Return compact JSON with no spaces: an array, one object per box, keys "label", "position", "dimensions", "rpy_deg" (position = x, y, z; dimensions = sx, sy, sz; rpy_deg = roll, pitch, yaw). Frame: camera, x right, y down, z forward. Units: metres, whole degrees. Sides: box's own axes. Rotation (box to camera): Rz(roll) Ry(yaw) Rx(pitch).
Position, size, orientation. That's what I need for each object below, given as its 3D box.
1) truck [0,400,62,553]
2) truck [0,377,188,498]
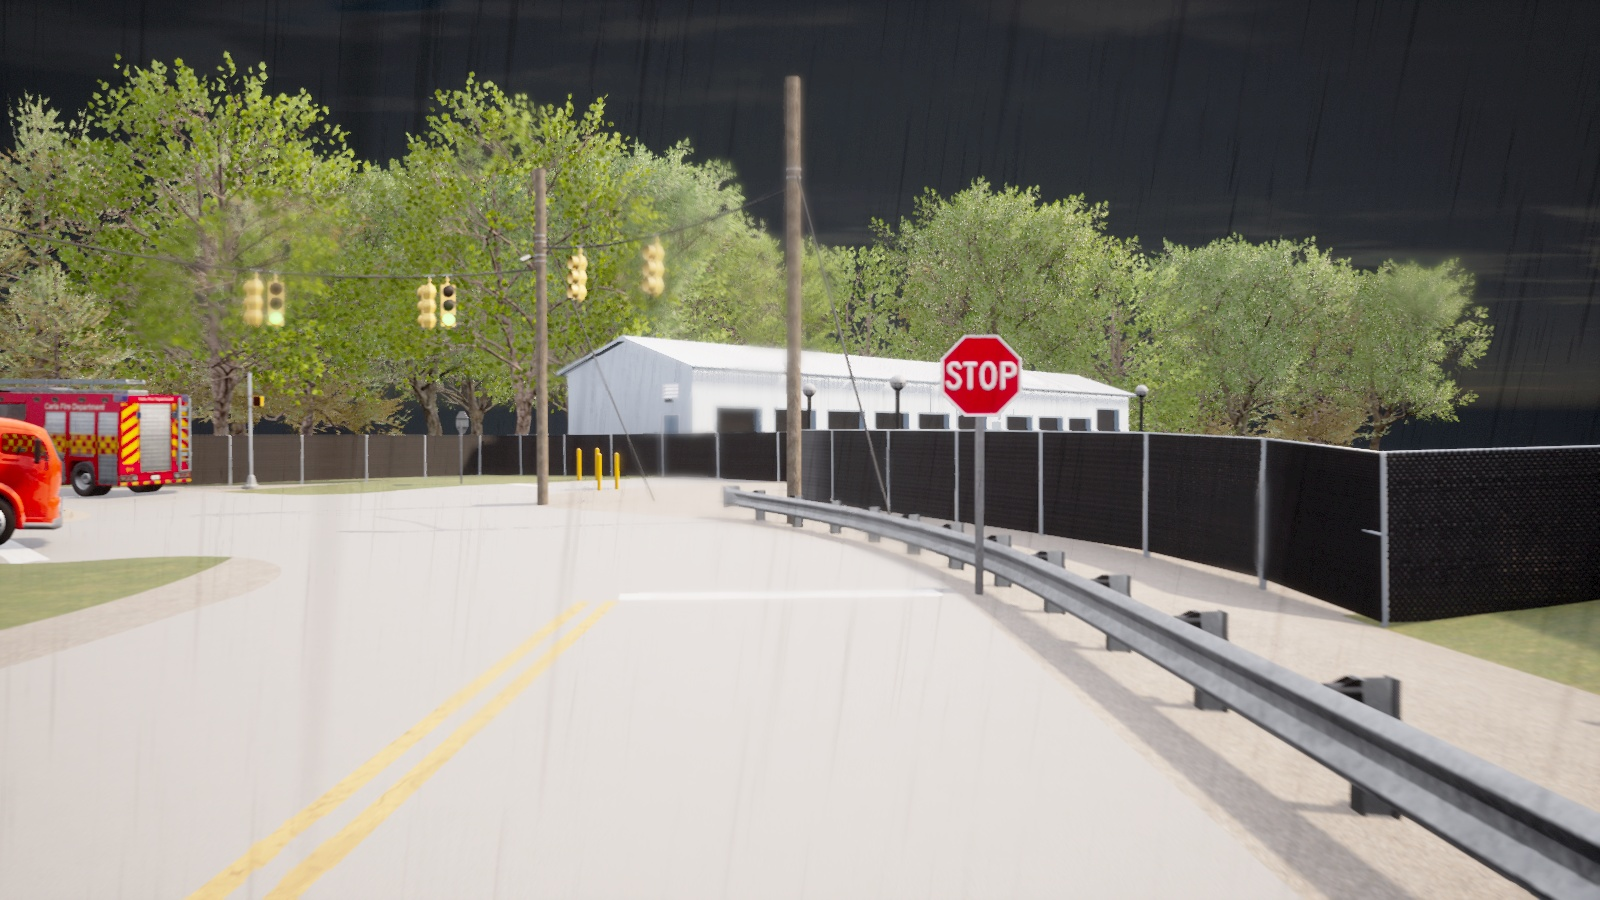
[{"label":"truck","position":[-15.115,0.308,20.451],"dimensions":[5.204,2.467,2.627],"rpy_deg":[3,0,-31]},{"label":"truck","position":[-25.224,-0.525,42.772],"dimensions":[8.468,3.827,2.891],"rpy_deg":[1,2,21]}]
